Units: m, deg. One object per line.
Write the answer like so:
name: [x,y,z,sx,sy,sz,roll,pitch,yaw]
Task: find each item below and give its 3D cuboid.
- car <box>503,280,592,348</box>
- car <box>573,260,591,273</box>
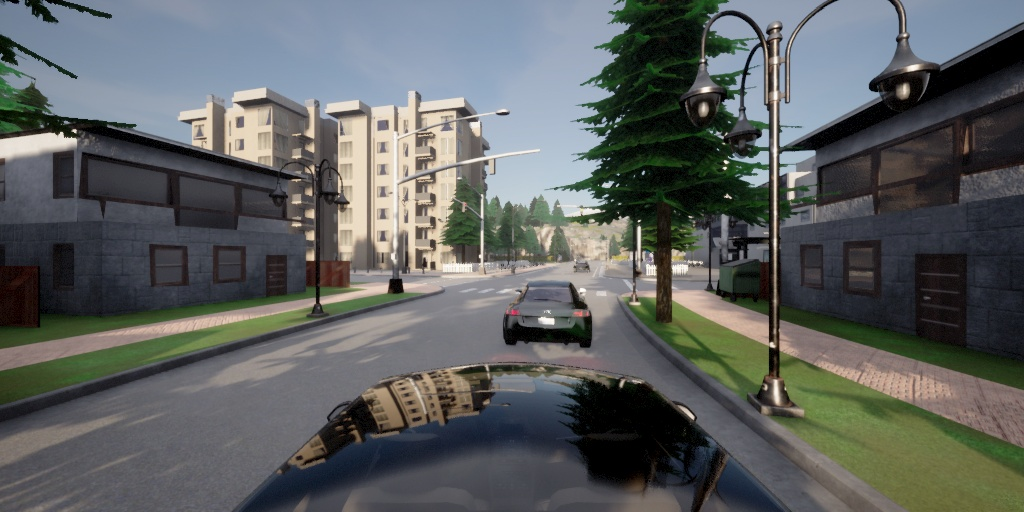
car: [0.999,1.314,9.370,1.994,1.385,4.181,0,0,8]
car: [8.753,1.276,44.911,2.128,1.511,4.902,0,0,14]
